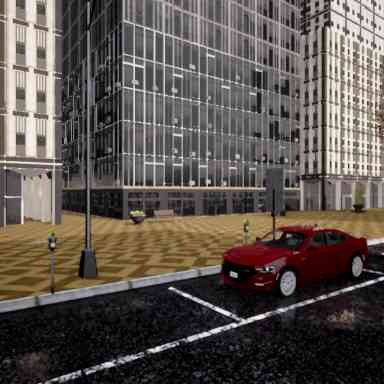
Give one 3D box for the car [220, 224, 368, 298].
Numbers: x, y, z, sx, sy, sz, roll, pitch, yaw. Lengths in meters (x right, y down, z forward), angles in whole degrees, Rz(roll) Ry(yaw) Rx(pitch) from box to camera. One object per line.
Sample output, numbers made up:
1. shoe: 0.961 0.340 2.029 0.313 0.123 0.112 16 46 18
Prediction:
1. car: 2.730 1.548 8.517 4.507 1.381 1.887 0 0 -36
